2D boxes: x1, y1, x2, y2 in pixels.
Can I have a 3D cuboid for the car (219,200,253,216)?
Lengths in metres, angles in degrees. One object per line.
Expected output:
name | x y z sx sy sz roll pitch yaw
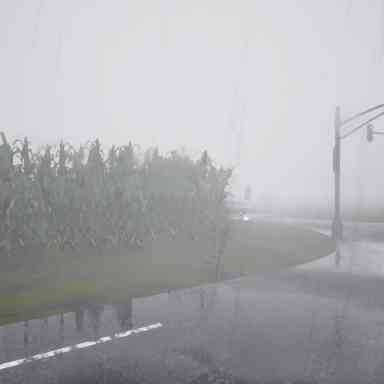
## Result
car | 3.143 1.501 31.939 2.033 1.411 5.357 1 0 -26

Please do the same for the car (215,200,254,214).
car | 4.483 1.590 35.875 1.895 1.301 4.718 1 0 -26
